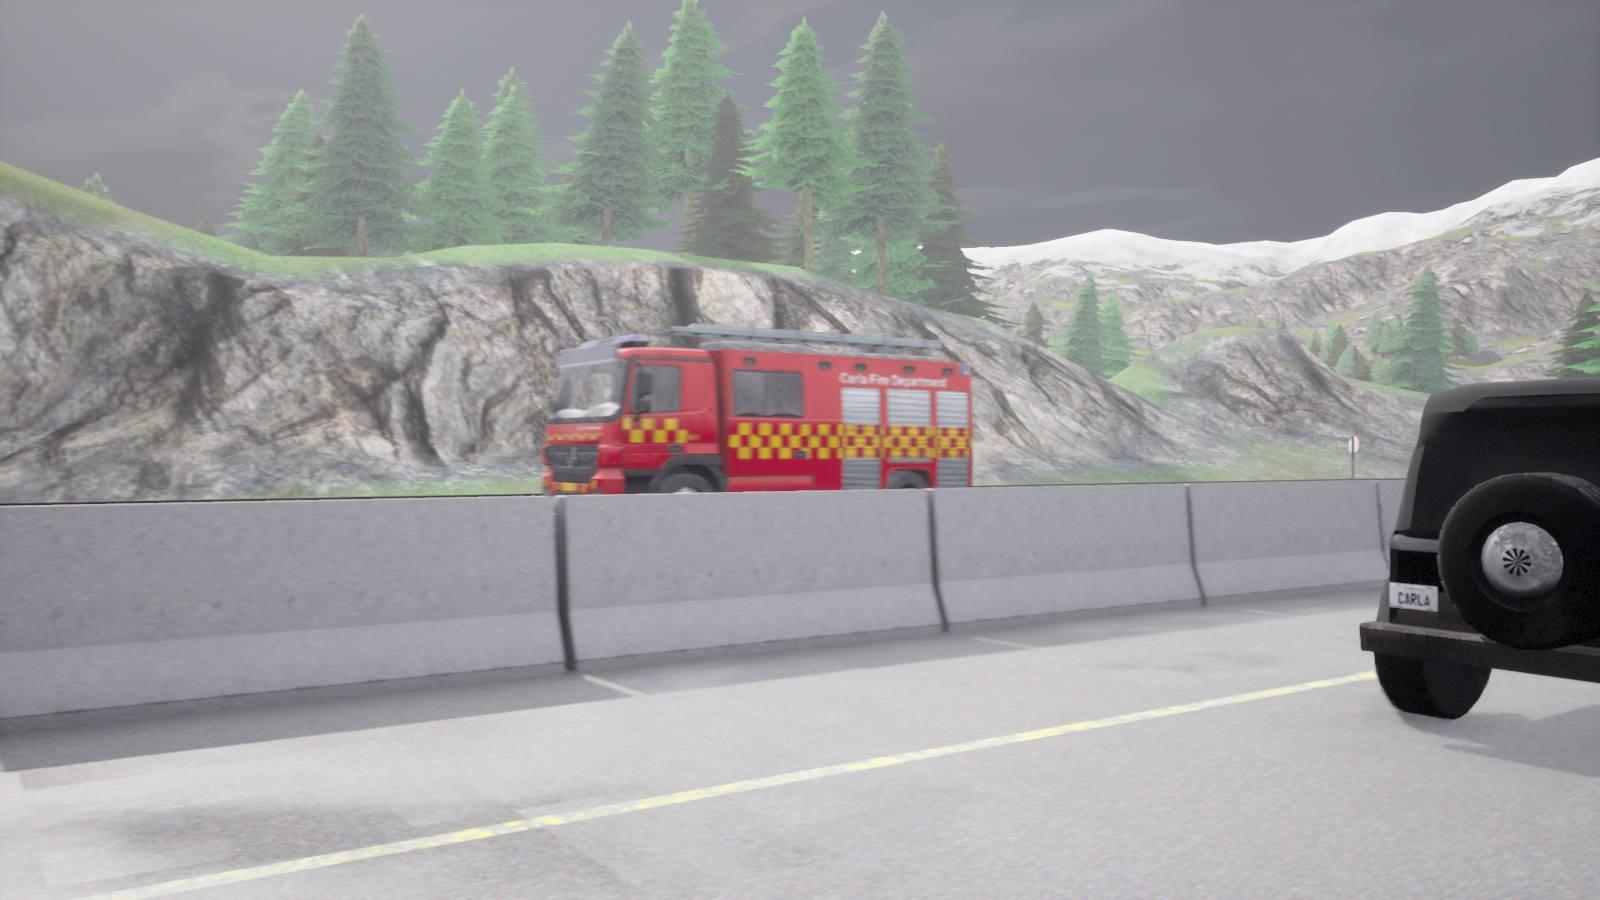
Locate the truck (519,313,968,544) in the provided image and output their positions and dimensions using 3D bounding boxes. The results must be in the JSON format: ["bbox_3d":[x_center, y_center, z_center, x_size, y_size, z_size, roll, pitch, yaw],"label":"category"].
[{"bbox_3d":[-0.876,-0.358,24.375,8.468,3.827,2.891,0,0,-35],"label":"truck"}]

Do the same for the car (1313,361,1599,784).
[{"bbox_3d":[4.884,0.547,7.059,3.866,1.878,1.905,0,0,-35],"label":"car"}]
